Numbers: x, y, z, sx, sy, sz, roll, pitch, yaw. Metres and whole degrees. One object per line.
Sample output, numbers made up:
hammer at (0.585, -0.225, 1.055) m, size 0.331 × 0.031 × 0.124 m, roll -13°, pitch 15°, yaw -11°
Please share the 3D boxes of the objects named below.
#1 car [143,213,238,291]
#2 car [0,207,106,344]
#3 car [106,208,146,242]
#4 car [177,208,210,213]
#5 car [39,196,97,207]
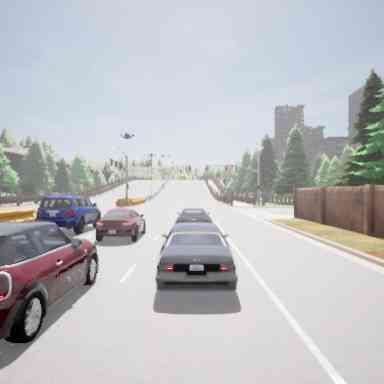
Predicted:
car at (0.094, 1.547, 9.090) m, size 2.033 × 1.411 × 5.357 m, roll 0°, pitch 0°, yaw 0°
car at (-3.405, 1.353, 6.578) m, size 2.097 × 1.767 × 4.553 m, roll 0°, pitch 0°, yaw 0°
car at (-3.413, 1.525, 16.378) m, size 1.812 × 1.442 × 4.674 m, roll 0°, pitch 0°, yaw -1°
car at (0.090, 1.563, 18.331) m, size 1.994 × 1.385 × 4.181 m, roll 0°, pitch 0°, yaw 0°
car at (-6.911, 1.221, 19.163) m, size 2.150 × 2.045 × 5.566 m, roll 0°, pitch 0°, yaw 0°
